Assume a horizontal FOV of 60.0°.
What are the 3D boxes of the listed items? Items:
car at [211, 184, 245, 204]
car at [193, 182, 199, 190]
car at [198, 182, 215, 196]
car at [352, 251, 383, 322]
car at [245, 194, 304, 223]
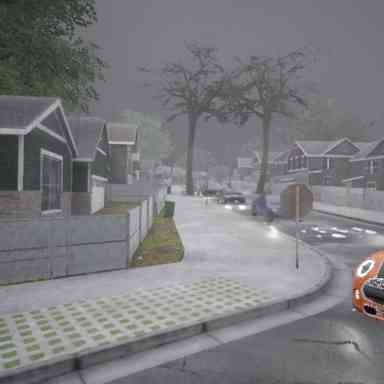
[{"bbox_3d":[3.520,0.312,31.087,2.033,1.411,5.357,1,3,-6],"label":"car"},{"bbox_3d":[0.816,-0.964,57.637,2.128,1.511,4.902,1,2,-6],"label":"car"},{"bbox_3d":[2.359,-0.294,42.169,1.882,1.535,5.008,1,2,-6],"label":"car"},{"bbox_3d":[5.065,1.303,6.194,4.553,1.767,2.097,-2,2,-32],"label":"car"},{"bbox_3d":[4.769,0.862,19.259,1.812,1.442,4.674,1,3,-6],"label":"car"}]
